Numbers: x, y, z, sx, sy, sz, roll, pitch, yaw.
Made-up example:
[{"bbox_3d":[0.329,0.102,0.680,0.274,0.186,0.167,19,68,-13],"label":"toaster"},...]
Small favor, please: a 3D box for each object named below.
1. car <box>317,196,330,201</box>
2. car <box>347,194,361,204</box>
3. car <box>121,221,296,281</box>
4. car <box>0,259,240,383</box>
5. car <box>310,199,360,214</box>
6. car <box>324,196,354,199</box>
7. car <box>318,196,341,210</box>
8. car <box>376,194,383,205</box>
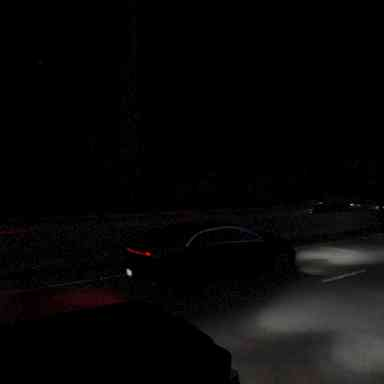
[{"bbox_3d":[33.119,1.579,83.636,1.994,1.385,4.181,0,0,6],"label":"car"},{"bbox_3d":[34.263,1.518,70.806,2.150,2.045,5.566,0,0,15],"label":"car"},{"bbox_3d":[0.627,1.495,8.492,4.902,1.511,2.128,0,0,-36],"label":"car"},{"bbox_3d":[-1.903,1.601,2.389,4.718,1.301,1.895,0,0,-35],"label":"car"},{"bbox_3d":[10.930,1.535,25.776,4.892,1.490,1.837,0,0,-43],"label":"car"},{"bbox_3d":[15.161,1.538,35.118,1.882,1.535,5.008,0,0,41],"label":"car"},{"bbox_3d":[19.006,1.462,45.838,2.097,1.767,4.553,0,0,34],"label":"car"},{"bbox_3d":[33.966,1.429,58.677,2.150,2.045,5.566,0,0,22],"label":"car"}]
